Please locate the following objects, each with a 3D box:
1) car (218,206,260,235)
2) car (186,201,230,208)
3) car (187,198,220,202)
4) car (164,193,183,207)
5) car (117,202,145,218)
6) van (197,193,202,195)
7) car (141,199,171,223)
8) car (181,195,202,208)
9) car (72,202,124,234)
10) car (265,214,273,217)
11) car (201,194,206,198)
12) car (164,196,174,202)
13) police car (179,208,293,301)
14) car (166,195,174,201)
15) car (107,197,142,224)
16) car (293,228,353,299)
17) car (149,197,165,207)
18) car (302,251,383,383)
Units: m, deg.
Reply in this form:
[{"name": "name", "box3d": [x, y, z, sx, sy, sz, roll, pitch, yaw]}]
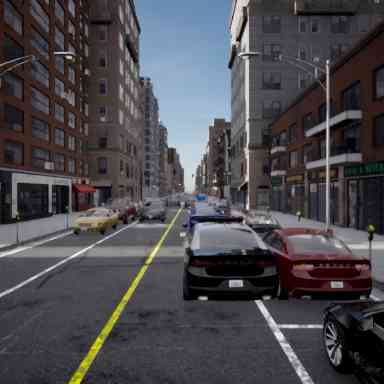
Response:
[{"name": "car", "box3d": [2.601, 1.584, 19.284, 1.802, 1.307, 4.206, 0, 0, 0]}, {"name": "car", "box3d": [0.790, 1.480, 18.423, 1.882, 1.535, 5.008, 0, 0, 0]}, {"name": "car", "box3d": [0.779, 1.481, 24.423, 1.882, 1.535, 5.008, 0, 0, 0]}, {"name": "car", "box3d": [-2.845, 1.359, 51.227, 2.097, 1.767, 4.553, 0, 0, 0]}, {"name": "car", "box3d": [-5.444, 1.586, 30.300, 1.802, 1.307, 4.206, 0, 0, 0]}, {"name": "van", "box3d": [2.490, 1.352, 79.478, 1.690, 1.788, 3.998, 0, 0, 0]}, {"name": "car", "box3d": [-2.897, 1.508, 25.635, 1.837, 1.490, 4.892, 0, 0, 0]}, {"name": "car", "box3d": [-0.063, 1.498, 46.417, 2.128, 1.511, 4.902, 0, 0, 0]}, {"name": "car", "box3d": [-5.419, 1.527, 19.095, 1.752, 1.417, 4.829, 0, 0, 0]}, {"name": "car", "box3d": [2.611, 1.552, 13.765, 2.008, 1.369, 4.403, 0, 0, 0]}, {"name": "car", "box3d": [2.550, 1.447, 46.878, 1.967, 1.590, 4.097, 0, 0, 0]}, {"name": "car", "box3d": [-5.535, 1.562, 79.455, 2.008, 1.369, 4.403, 0, 0, 0]}, {"name": "police car", "box3d": [0.712, 1.426, 8.514, 1.930, 1.638, 5.238, 0, 0, -2]}, {"name": "car", "box3d": [-5.545, 1.556, 85.136, 1.887, 1.381, 4.507, 0, 0, 0]}, {"name": "car", "box3d": [-5.434, 1.318, 24.781, 2.192, 1.841, 5.009, 0, 0, 0]}, {"name": "car", "box3d": [2.621, 1.545, 8.246, 1.887, 1.381, 4.507, 0, 0, 0]}, {"name": "car", "box3d": [-5.485, 1.559, 52.373, 2.008, 1.369, 4.403, 0, 0, 0]}, {"name": "car", "box3d": [2.632, 1.566, 2.727, 1.947, 1.339, 4.313, 0, 0, 0]}]
